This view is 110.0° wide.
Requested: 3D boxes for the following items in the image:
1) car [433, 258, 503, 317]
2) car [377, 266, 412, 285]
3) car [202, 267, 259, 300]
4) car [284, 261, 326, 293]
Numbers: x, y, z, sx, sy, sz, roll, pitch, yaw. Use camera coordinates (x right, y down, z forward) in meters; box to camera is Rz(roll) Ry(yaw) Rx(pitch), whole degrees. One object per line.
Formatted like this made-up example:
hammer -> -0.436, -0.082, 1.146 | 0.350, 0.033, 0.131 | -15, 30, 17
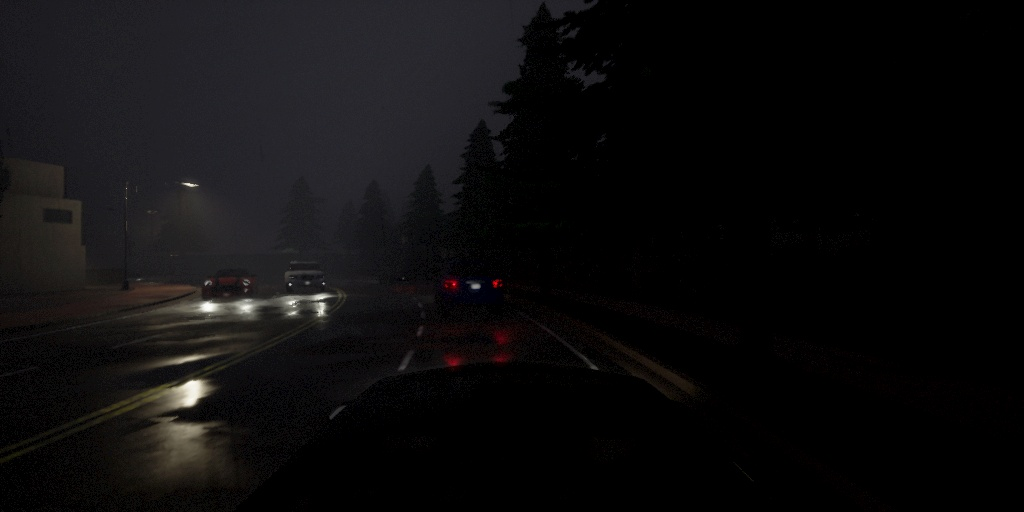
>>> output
car -> -1.880, 1.127, 14.361 | 2.150, 2.045, 5.566 | 0, -1, -15
car -> -10.343, 1.658, 31.338 | 2.128, 1.511, 4.902 | 0, -1, -36
car -> -15.845, 1.446, 20.409 | 2.097, 1.767, 4.553 | 0, -1, -31
car -> -14.164, 1.346, 24.522 | 2.150, 2.045, 5.566 | 0, -1, -33
